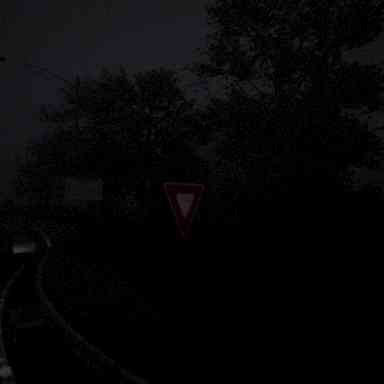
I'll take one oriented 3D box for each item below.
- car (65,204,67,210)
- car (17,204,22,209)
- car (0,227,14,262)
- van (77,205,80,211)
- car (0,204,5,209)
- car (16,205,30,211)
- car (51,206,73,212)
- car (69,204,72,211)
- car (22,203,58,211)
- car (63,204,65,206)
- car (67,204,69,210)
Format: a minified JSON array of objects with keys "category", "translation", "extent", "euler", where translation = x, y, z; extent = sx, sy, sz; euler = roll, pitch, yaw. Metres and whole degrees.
[{"category":"car","translation":[-28.548,3.241,67.358],"extent":[4.792,1.488,2.163],"euler":[2,-4,-12]},{"category":"car","translation":[-34.467,3.181,68.369],"extent":[1.882,1.535,5.008],"euler":[2,-4,-12]},{"category":"car","translation":[-7.183,1.726,10.887],"extent":[1.837,1.490,4.892],"euler":[1,-1,-20]},{"category":"van","translation":[-33.174,4.268,88.885],"extent":[4.442,1.987,1.878],"euler":[2,-3,-12]},{"category":"car","translation":[-37.641,3.115,67.675],"extent":[1.837,1.490,4.892],"euler":[2,-4,-12]},{"category":"car","translation":[-40.234,3.772,79.500],"extent":[1.812,1.442,4.674],"euler":[2,-4,-12]},{"category":"car","translation":[-31.522,4.076,80.786],"extent":[4.674,1.452,2.002],"euler":[2,-4,-12]},{"category":"car","translation":[-30.373,3.592,75.411],"extent":[4.553,1.767,2.185],"euler":[2,-4,-12]},{"category":"car","translation":[-26.816,2.676,59.302],"extent":[4.892,1.521,2.231],"euler":[2,-4,-12]},{"category":"car","translation":[-27.982,3.034,64.674],"extent":[4.892,1.521,2.231],"euler":[2,-4,-12]},{"category":"car","translation":[-29.348,3.374,70.005],"extent":[5.366,1.575,1.946],"euler":[2,-4,-12]}]
